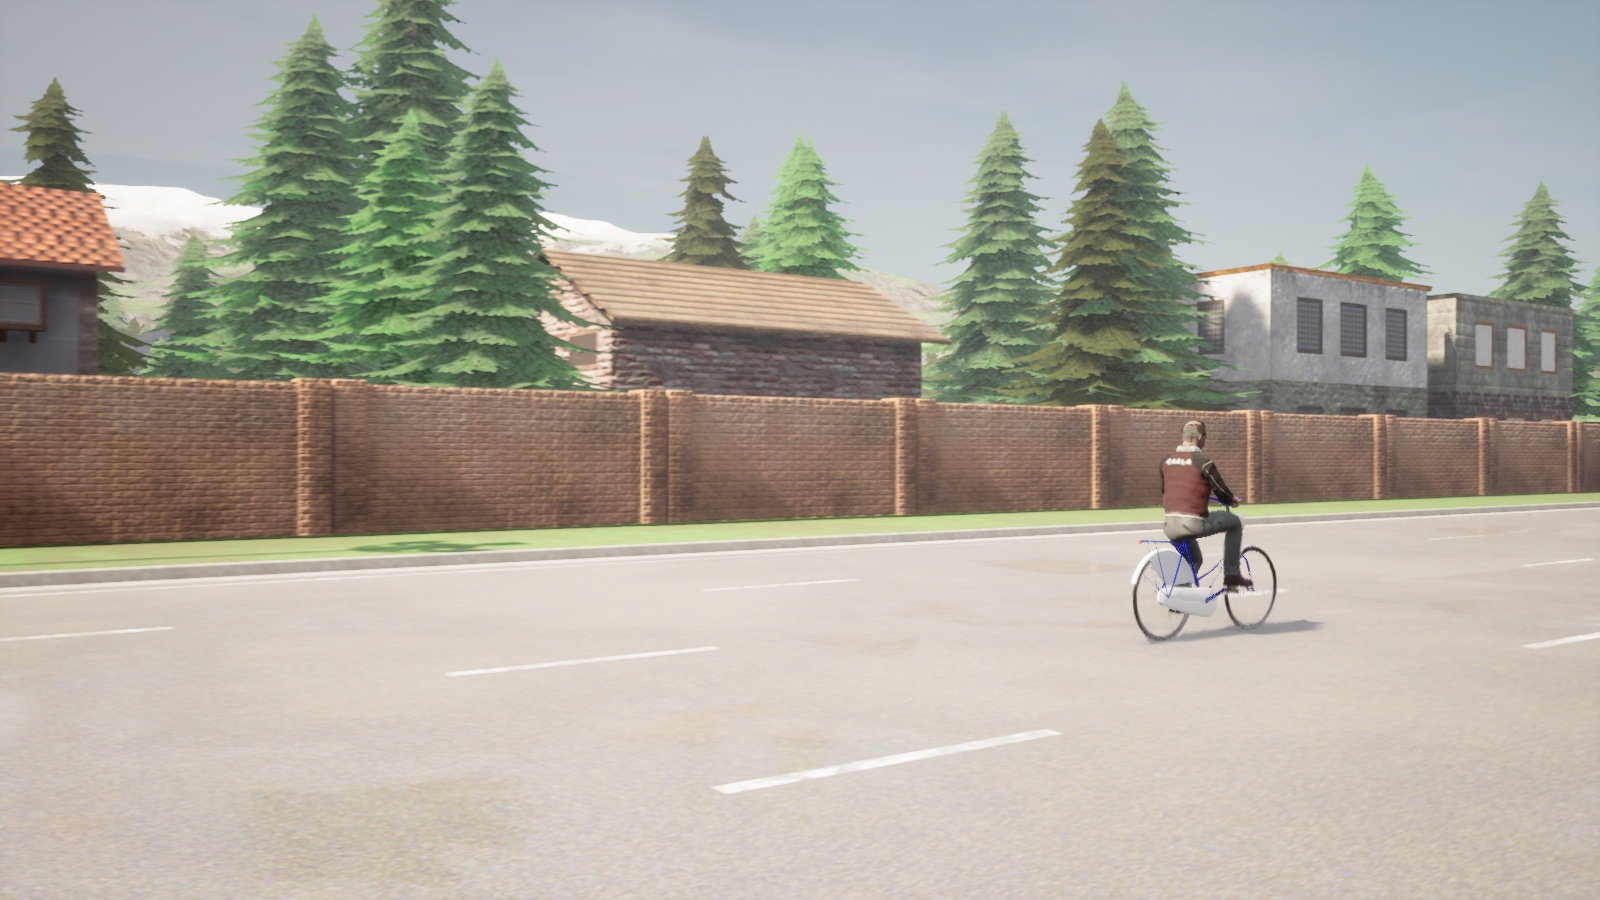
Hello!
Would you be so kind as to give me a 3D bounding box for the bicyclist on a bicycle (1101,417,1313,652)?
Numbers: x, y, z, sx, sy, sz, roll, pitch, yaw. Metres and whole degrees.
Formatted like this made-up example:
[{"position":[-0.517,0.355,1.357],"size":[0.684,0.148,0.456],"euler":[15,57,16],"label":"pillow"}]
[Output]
[{"position":[3.345,0.633,10.251],"size":[1.843,1.776,0.659],"euler":[0,0,-35],"label":"bicyclist on a bicycle"}]
